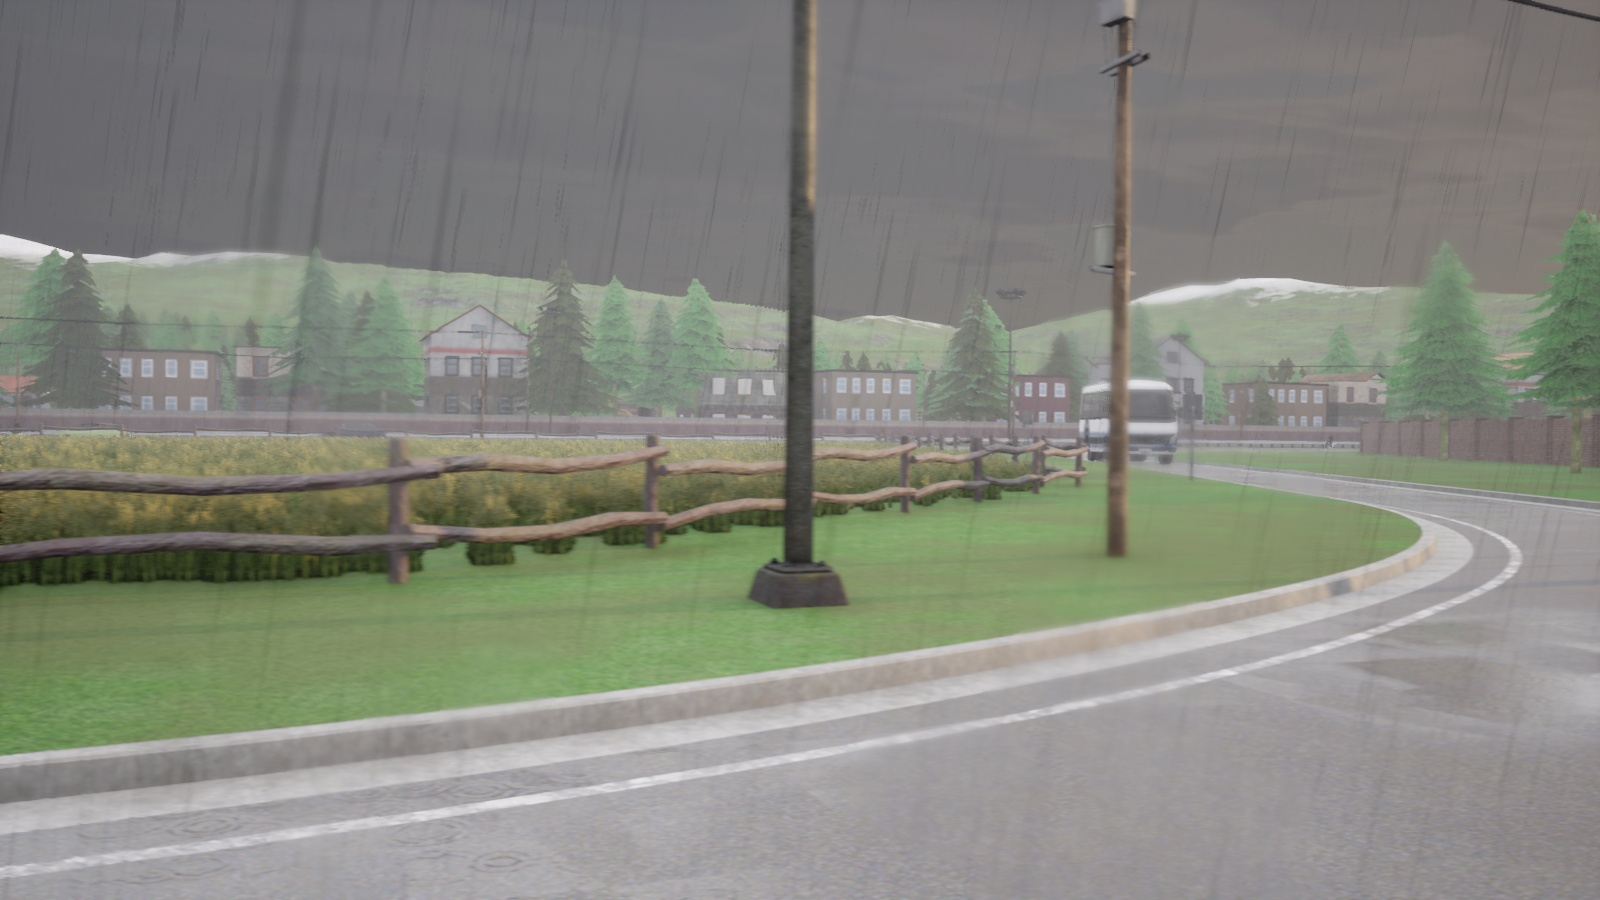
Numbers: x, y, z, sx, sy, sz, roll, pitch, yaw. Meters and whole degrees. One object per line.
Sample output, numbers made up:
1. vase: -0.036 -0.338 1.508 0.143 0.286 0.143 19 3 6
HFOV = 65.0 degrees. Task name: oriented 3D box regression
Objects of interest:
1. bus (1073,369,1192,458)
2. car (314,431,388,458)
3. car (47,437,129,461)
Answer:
1. bus: 17.070 -1.827 65.377 3.944 4.253 10.273 -1 1 3
2. car: -29.933 -0.383 83.790 4.553 1.767 2.097 -1 1 -21
3. car: -47.884 -0.113 84.543 4.514 1.525 2.007 -1 1 -21
